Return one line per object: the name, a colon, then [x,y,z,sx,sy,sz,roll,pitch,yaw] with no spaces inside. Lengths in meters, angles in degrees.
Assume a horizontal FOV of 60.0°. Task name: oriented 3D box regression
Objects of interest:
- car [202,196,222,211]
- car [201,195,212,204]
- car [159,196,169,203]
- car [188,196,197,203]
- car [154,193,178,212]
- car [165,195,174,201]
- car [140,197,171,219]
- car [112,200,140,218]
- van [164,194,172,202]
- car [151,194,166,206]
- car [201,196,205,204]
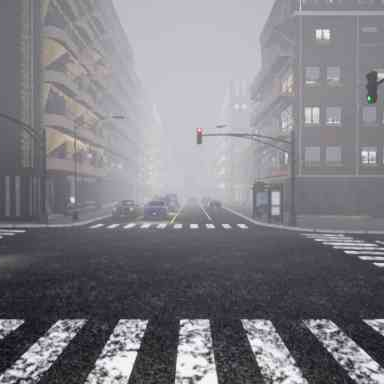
car: [2.678,1.547,40.539,2.008,1.369,4.403,0,0,0]
car: [2.672,1.435,63.094,1.967,1.590,4.097,0,0,0]
car: [-5.709,1.520,68.566,1.752,1.417,4.829,0,0,0]
car: [0.082,1.559,69.764,1.994,1.385,4.181,0,0,0]
car: [-3.097,1.348,38.974,2.097,1.767,4.553,0,0,0]
car: [-5.713,1.543,85.652,2.008,1.369,4.403,0,0,0]
car: [-3.095,1.474,29.347,1.882,1.535,5.008,0,0,-1]
car: [-5.700,1.437,29.265,1.967,1.590,4.097,0,0,0]
van: [-5.712,1.335,80.014,1.690,1.788,3.998,0,0,0]
car: [-5.708,1.311,57.458,2.192,1.841,5.009,0,0,0]
car: [2.677,1.541,46.177,1.887,1.381,4.507,0,0,0]
